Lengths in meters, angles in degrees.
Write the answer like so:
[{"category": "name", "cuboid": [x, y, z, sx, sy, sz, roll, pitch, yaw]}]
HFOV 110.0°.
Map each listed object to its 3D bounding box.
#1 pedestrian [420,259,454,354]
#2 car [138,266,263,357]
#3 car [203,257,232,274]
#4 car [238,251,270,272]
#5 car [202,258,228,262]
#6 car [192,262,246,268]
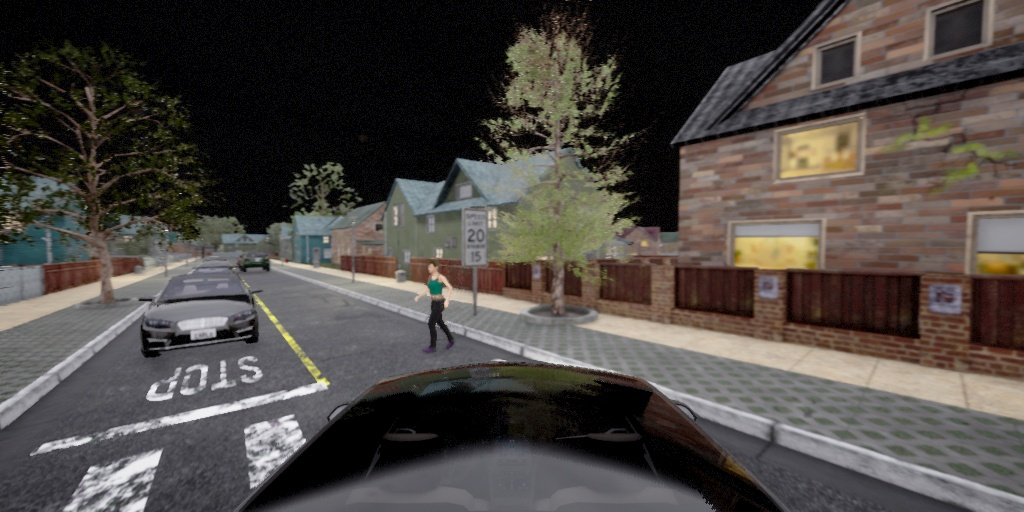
[{"category": "pedestrian", "cuboid": [-1.477, 0.953, 7.032, 0.375, 1.860, 0.375, -4, 4, -39]}, {"category": "car", "cuboid": [-7.367, 1.184, 8.664, 2.128, 1.511, 4.902, -2, 2, -39]}, {"category": "car", "cuboid": [-28.752, 0.881, 35.095, 2.033, 1.411, 5.357, -2, 2, -39]}, {"category": "car", "cuboid": [-25.606, 0.499, 35.741, 2.150, 2.045, 5.566, -2, 1, -39]}, {"category": "car", "cuboid": [-19.361, 0.997, 23.415, 1.837, 1.490, 4.892, -2, 2, -39]}, {"category": "car", "cuboid": [-13.219, 1.159, 15.854, 1.994, 1.385, 4.181, -2, 2, -39]}]
